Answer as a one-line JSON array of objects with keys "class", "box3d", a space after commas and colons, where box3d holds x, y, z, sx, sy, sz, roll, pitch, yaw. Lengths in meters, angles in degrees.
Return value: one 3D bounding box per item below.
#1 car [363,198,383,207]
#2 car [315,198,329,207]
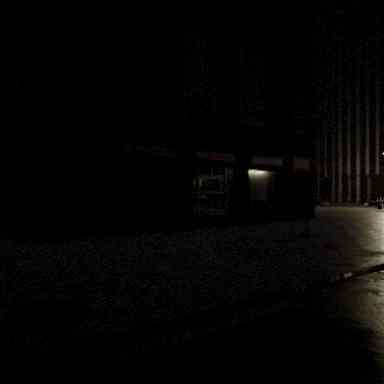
[{"class": "car", "box3d": [29.378, 1.648, 52.466, 1.947, 1.339, 4.313, 0, 0, -36]}, {"class": "car", "box3d": [19.154, 1.610, 51.971, 1.887, 1.381, 4.507, 0, 0, -36]}]
